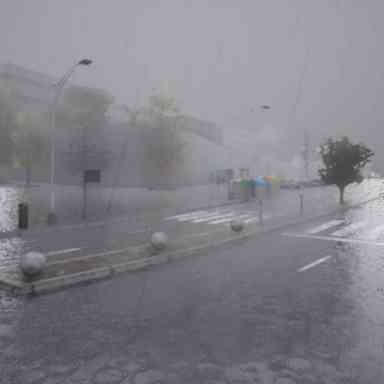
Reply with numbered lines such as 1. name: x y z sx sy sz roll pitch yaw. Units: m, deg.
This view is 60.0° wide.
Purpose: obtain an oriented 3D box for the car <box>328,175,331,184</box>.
1. car: 18.104 -1.707 50.206 4.553 1.767 2.185 -1 3 17

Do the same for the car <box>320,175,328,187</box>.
1. car: 16.373 -1.394 47.842 5.008 1.535 2.097 -1 3 18

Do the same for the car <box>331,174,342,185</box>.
1. car: 21.617 -1.956 54.957 4.892 1.521 2.231 -1 3 16

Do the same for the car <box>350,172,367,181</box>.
1. car: 38.203 -3.679 79.488 5.008 1.535 2.097 -1 3 14

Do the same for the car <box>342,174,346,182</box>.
1. car: 23.322 -2.143 57.365 4.892 1.521 2.231 -1 3 16

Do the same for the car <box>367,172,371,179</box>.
1. car: 41.678 -3.968 84.401 5.366 1.575 1.946 -1 2 14

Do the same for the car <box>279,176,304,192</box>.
1. car: 10.896 -0.792 40.885 4.792 1.488 2.163 -1 3 19

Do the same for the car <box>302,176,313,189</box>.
1. car: 12.768 -1.013 43.177 4.892 1.521 2.231 -1 3 19

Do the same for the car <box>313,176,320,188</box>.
1. car: 14.578 -1.164 45.512 4.674 1.452 2.002 -1 3 18

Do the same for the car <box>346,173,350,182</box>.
1. car: 25.008 -2.327 59.790 4.892 1.521 2.231 -1 3 15
